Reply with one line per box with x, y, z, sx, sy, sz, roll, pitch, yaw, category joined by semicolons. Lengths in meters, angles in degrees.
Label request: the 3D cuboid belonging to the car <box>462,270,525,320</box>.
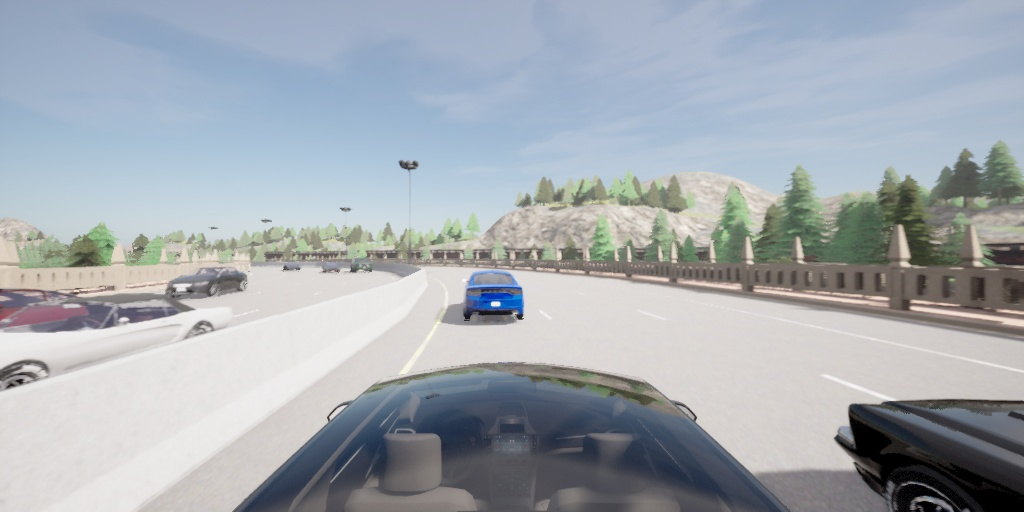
-0.754;1.236;12.785;1.882;1.535;5.008;0;0;-7;car

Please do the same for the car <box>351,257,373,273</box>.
-20.065;1.189;47.742;2.150;2.045;5.566;0;-1;-30;car

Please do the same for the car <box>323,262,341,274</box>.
-23.852;1.549;47.303;2.033;1.411;5.357;0;0;-31;car

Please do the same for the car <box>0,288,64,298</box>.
-10.964;1.367;7.307;1.994;1.385;4.181;0;0;-4;car

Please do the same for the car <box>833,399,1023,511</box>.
3.491;1.337;0.674;1.895;1.301;4.718;0;0;0;car

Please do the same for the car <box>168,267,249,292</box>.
-16.279;1.351;19.446;2.128;1.511;4.902;0;0;-13;car

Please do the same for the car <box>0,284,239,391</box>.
-7.335;1.386;6.097;1.895;1.301;4.718;0;0;-4;car
